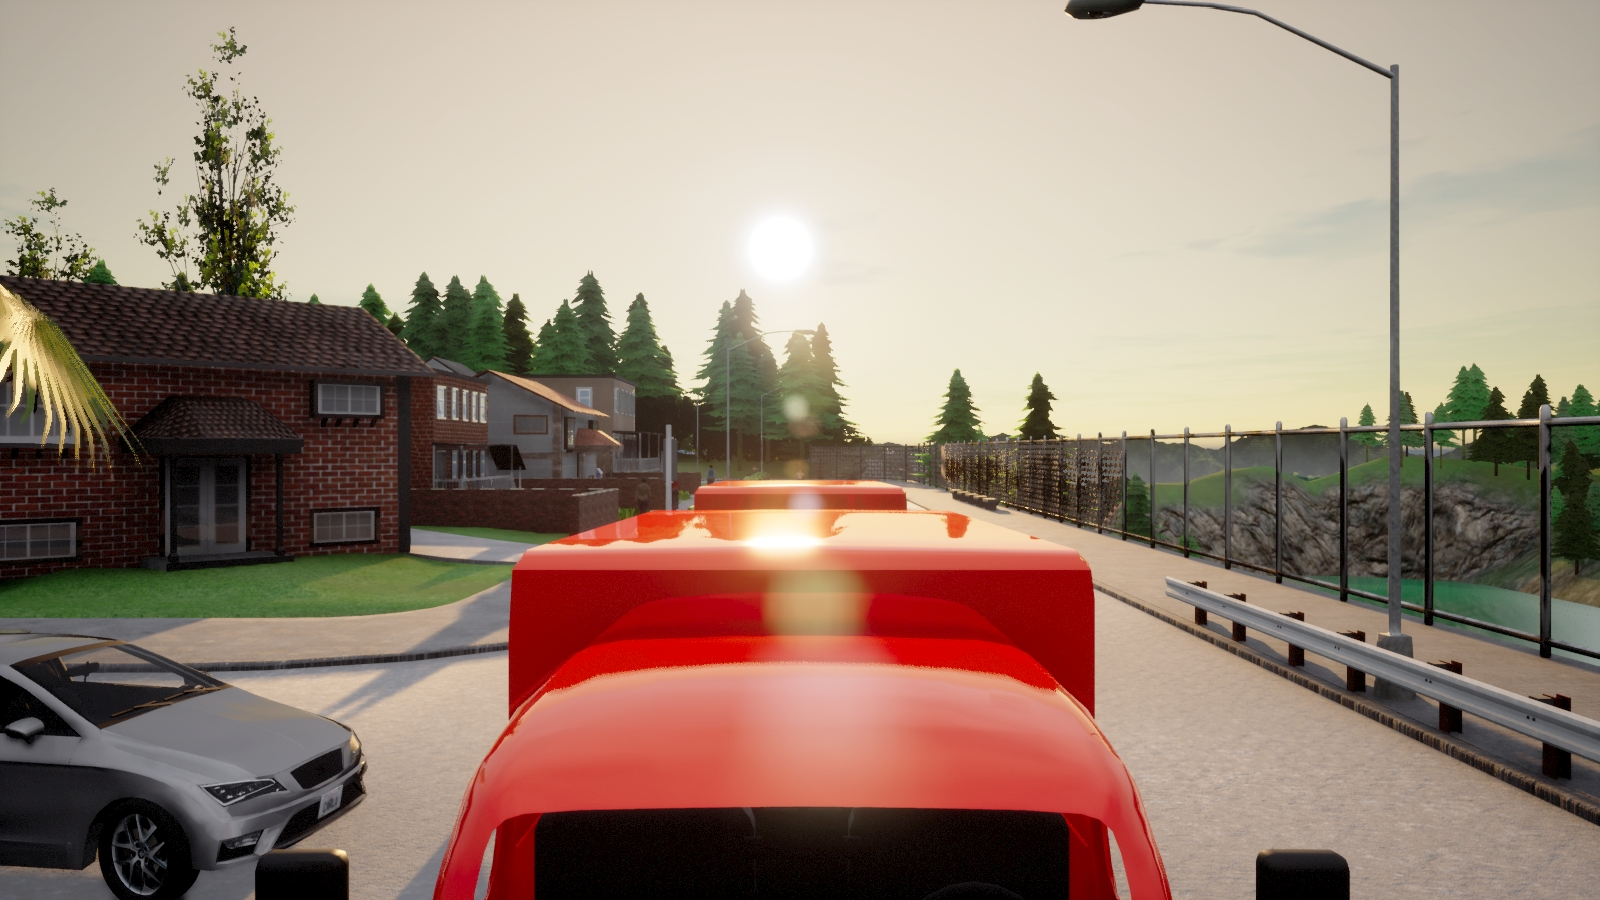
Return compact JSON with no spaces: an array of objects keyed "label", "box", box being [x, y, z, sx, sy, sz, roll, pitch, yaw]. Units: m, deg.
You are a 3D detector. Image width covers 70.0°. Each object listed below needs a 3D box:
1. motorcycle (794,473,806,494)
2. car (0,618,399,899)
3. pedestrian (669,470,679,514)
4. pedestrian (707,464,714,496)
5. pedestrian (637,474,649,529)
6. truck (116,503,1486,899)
[{"label":"motorcycle","box":[-0.002,2.184,74.668,0.764,1.307,2.356,0,0,0]},{"label":"car","box":[-5.218,2.069,7.982,4.193,1.474,1.816,0,0,8]},{"label":"pedestrian","box":[-5.295,1.764,47.919,0.375,1.860,0.375,0,0,0]},{"label":"pedestrian","box":[-5.345,1.773,68.015,0.375,1.860,0.375,0,0,-8]},{"label":"pedestrian","box":[-5.349,1.761,38.892,0.375,1.860,0.375,0,0,0]},{"label":"truck","box":[0.003,1.571,4.792,2.627,2.467,5.204,0,0,0]}]
